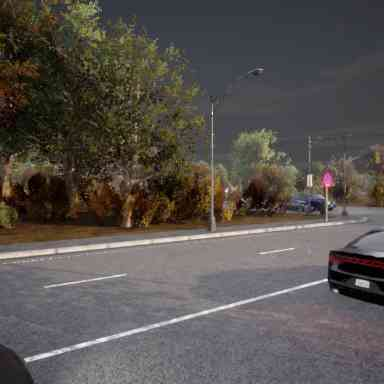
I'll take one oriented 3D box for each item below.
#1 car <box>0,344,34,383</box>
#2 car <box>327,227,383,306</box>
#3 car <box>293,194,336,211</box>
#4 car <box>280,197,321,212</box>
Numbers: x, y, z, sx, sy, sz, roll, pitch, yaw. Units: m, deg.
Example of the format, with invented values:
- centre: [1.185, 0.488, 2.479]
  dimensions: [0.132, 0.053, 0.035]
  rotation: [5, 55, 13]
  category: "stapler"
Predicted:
- centre: [-3.282, 1.505, 1.395]
  dimensions: [4.892, 1.490, 1.837]
  rotation: [0, 0, -36]
  category: "car"
- centre: [5.051, 1.478, 7.370]
  dimensions: [5.008, 1.535, 1.882]
  rotation: [0, 0, -36]
  category: "car"
- centre: [14.746, 1.221, 40.685]
  dimensions: [2.150, 2.045, 5.566]
  rotation: [0, 0, -31]
  category: "car"
- centre: [12.144, 1.564, 38.215]
  dimensions: [1.994, 1.385, 4.181]
  rotation: [0, 0, -32]
  category: "car"
